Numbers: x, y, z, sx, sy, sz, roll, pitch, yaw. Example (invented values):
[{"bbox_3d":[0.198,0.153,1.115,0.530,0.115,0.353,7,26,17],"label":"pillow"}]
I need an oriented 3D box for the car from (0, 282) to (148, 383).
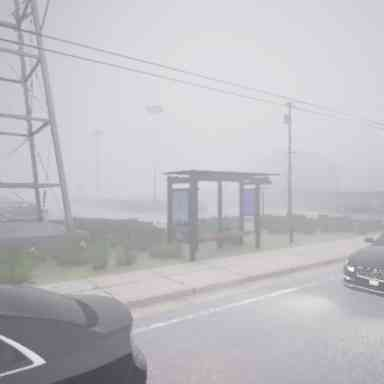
[{"bbox_3d":[-2.662,1.506,2.083,4.892,1.490,1.837,0,0,-35],"label":"car"}]

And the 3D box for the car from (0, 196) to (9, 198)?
[{"bbox_3d":[-27.968,1.306,46.899,4.605,1.855,1.932,0,0,-36],"label":"car"}]

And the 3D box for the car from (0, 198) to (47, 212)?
[{"bbox_3d":[-14.554,1.516,28.859,3.905,1.438,1.784,0,0,-36],"label":"car"}]

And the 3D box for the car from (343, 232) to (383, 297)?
[{"bbox_3d":[5.539,1.496,7.888,4.892,1.490,1.837,-1,0,-35],"label":"car"}]

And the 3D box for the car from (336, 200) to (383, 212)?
[{"bbox_3d":[15.791,1.467,30.849,2.128,1.511,4.902,0,0,-36],"label":"car"}]
